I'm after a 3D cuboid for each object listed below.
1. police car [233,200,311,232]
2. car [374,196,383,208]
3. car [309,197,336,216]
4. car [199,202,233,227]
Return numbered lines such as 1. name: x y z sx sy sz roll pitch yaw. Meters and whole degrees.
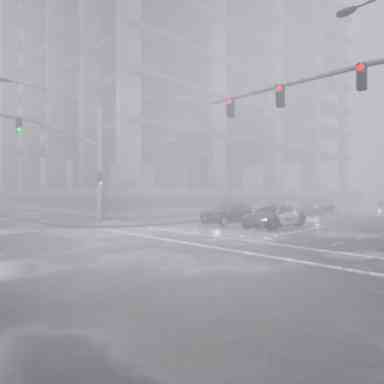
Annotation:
1. police car: 5.016 1.499 20.403 4.974 1.542 2.038 0 0 -44
2. car: 28.123 1.590 47.383 4.718 1.301 1.895 0 0 -44
3. car: 12.093 1.339 32.160 4.553 1.767 2.097 0 0 -44
4. car: 2.628 1.464 23.104 5.008 1.535 1.882 0 0 -44
